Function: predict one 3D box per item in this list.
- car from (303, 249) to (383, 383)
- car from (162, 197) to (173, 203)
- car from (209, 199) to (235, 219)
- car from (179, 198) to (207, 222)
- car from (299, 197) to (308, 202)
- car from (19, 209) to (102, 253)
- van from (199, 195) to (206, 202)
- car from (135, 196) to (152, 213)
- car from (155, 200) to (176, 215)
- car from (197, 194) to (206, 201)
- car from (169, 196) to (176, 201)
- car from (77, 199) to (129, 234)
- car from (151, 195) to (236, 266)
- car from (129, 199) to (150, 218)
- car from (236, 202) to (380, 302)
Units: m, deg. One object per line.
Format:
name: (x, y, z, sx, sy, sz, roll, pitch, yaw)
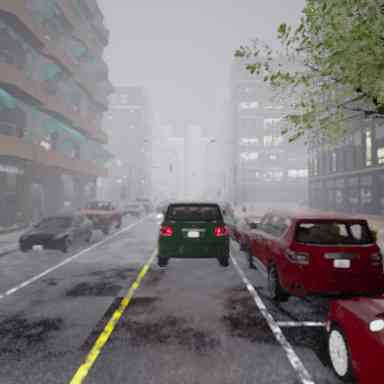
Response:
car: (2.577, 1.550, 2.538, 1.887, 1.381, 4.507, 1, 0, 0)
car: (-5.415, 1.749, 74.421, 2.008, 1.369, 4.403, 1, 0, 0)
car: (2.714, 1.512, 30.800, 1.967, 1.590, 4.097, 1, 0, 0)
car: (0.075, 1.415, 27.444, 2.097, 1.767, 4.553, 0, 0, 0)
car: (18.701, 1.478, 51.504, 4.097, 1.590, 1.967, 0, -1, 1)
car: (-5.439, 1.596, 13.916, 1.947, 1.339, 4.313, 1, 0, 0)
van: (2.632, 1.579, 85.797, 1.690, 1.788, 3.998, 1, 0, 0)
car: (-5.430, 1.401, 36.502, 2.192, 1.841, 5.009, 1, 0, 0)
car: (-2.813, 1.649, 36.245, 1.994, 1.385, 4.181, 0, 0, 0)
car: (2.601, 1.574, 91.451, 2.192, 1.841, 5.009, 1, 0, 0)
car: (-5.282, 1.840, 91.394, 1.802, 1.307, 4.206, 1, 0, 0)
car: (-5.434, 1.359, 19.563, 2.192, 1.841, 5.009, 1, 0, 0)
car: (0.068, 1.249, 11.795, 2.150, 2.045, 5.566, 0, 0, 1)
car: (-5.434, 1.638, 30.855, 1.947, 1.339, 4.313, 1, 0, 0)
car: (2.616, 1.333, 8.190, 2.192, 1.841, 5.009, 1, 0, 0)
